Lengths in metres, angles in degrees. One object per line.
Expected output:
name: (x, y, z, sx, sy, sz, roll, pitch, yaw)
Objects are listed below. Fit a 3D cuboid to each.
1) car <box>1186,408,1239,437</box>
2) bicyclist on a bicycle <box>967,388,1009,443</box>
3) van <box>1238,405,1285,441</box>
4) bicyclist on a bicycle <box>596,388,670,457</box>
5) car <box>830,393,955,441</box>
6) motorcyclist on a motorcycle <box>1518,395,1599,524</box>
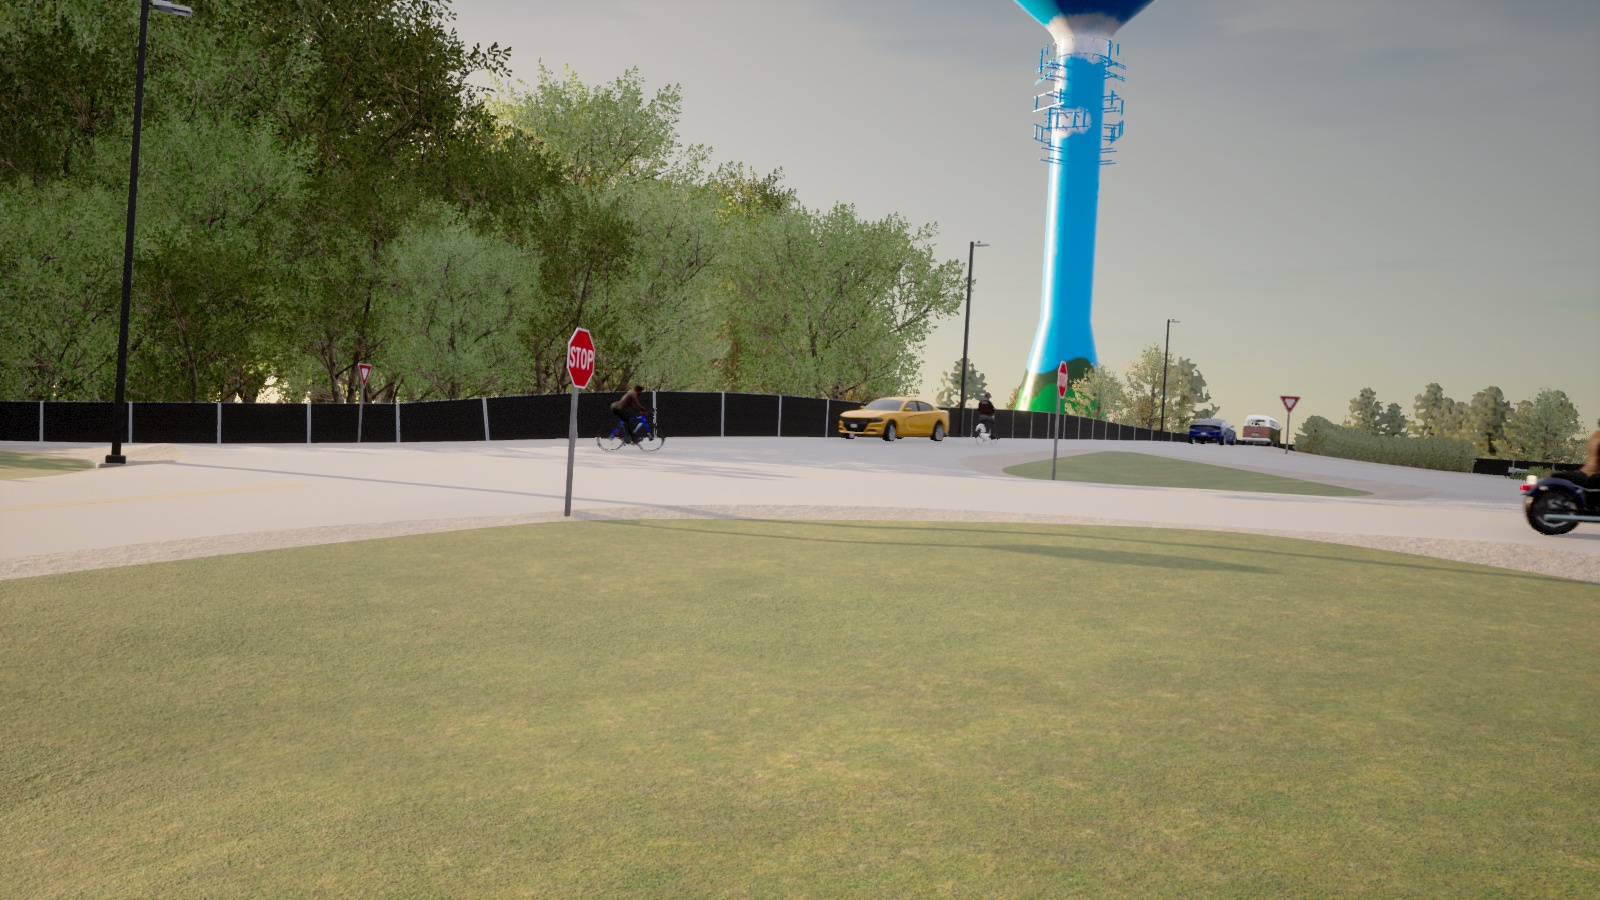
car: (23.382, -1.551, 71.087, 1.882, 1.535, 5.008, 2, 2, 30)
bicyclist on a bicycle: (6.237, -1.143, 41.571, 0.659, 1.776, 1.843, 3, 3, 31)
van: (30.216, -1.777, 82.179, 2.069, 2.038, 4.480, 2, -1, 30)
bicyclist on a bicycle: (-3.983, -0.653, 30.005, 1.656, 1.620, 0.582, 0, 2, -21)
car: (3.270, -1.161, 43.482, 1.882, 1.535, 5.008, 3, 3, 37)
motorcyclist on a motorcycle: (10.788, 0.122, 16.357, 2.350, 1.649, 0.766, 1, 1, 12)
